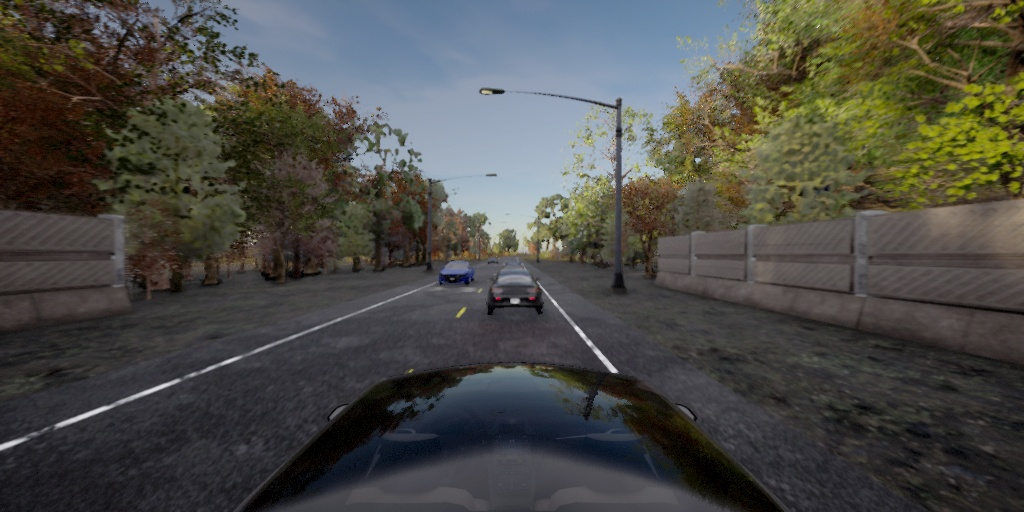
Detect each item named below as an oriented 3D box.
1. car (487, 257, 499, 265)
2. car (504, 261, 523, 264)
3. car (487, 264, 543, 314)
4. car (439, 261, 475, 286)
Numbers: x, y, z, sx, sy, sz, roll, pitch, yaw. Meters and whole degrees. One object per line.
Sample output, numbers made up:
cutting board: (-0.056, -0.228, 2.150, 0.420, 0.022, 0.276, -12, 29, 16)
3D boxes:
car: (-3.452, 0.848, 65.391, 1.994, 1.385, 4.181, 0, 0, 1)
car: (0.130, 1.125, 31.749, 1.994, 1.385, 4.181, 0, 0, 0)
car: (0.099, 1.202, 13.244, 1.812, 1.442, 4.674, 0, 0, 0)
car: (-3.568, 1.079, 23.864, 1.882, 1.535, 5.008, 0, 0, 0)
